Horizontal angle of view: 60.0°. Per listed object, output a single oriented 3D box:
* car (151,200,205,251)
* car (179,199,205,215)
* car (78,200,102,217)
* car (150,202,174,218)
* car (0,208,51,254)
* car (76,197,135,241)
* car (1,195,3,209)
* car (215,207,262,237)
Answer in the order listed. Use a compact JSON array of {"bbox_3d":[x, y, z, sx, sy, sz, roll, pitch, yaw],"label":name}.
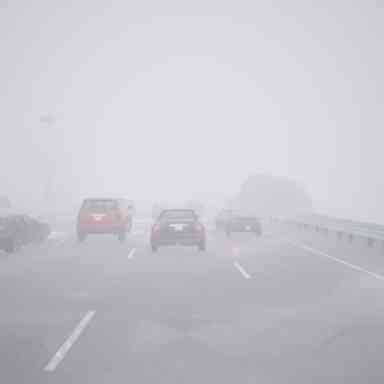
[{"bbox_3d":[-0.668,1.397,14.558,2.097,1.767,4.553,0,0,-4],"label":"car"},{"bbox_3d":[-0.075,1.586,35.877,1.882,1.535,5.008,0,0,-11],"label":"car"},{"bbox_3d":[-10.480,1.623,34.404,1.837,1.490,4.892,0,0,-11],"label":"car"},{"bbox_3d":[-3.038,1.704,32.817,1.895,1.301,4.718,0,0,-10],"label":"car"},{"bbox_3d":[-7.562,1.599,13.665,2.033,1.411,5.357,0,0,-5],"label":"car"},{"bbox_3d":[-4.389,1.279,17.247,2.150,2.045,5.566,0,0,-6],"label":"car"},{"bbox_3d":[-21.930,1.362,37.039,2.150,2.045,5.566,0,0,-13],"label":"car"},{"bbox_3d":[2.498,1.578,18.523,1.812,1.442,4.674,0,0,-6],"label":"car"}]
